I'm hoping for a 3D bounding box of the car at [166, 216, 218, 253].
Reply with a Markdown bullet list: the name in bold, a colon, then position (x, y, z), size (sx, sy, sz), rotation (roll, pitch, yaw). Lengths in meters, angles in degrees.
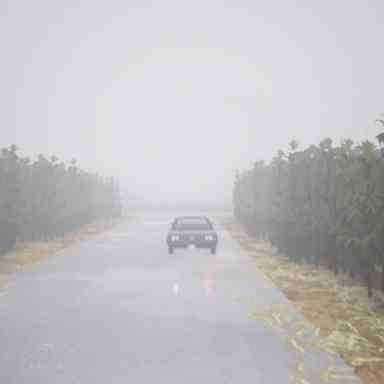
- **car**: position (0.006, 1.676, 14.090), size (1.895, 1.301, 4.718), rotation (0, 0, 0)
